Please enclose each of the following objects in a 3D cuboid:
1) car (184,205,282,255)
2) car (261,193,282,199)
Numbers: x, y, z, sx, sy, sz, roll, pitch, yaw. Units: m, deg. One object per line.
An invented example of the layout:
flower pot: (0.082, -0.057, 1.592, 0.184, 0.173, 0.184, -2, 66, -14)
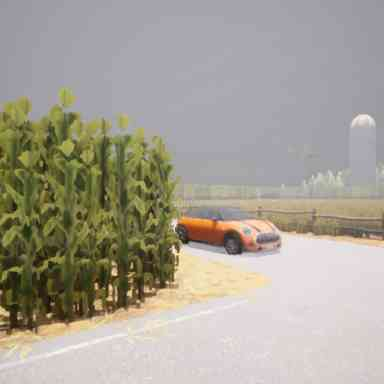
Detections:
car: (1.352, 1.350, 13.469, 2.097, 1.767, 4.553, 0, 0, -38)
car: (17.452, 1.219, 72.809, 5.566, 2.045, 2.150, 0, 0, -35)
